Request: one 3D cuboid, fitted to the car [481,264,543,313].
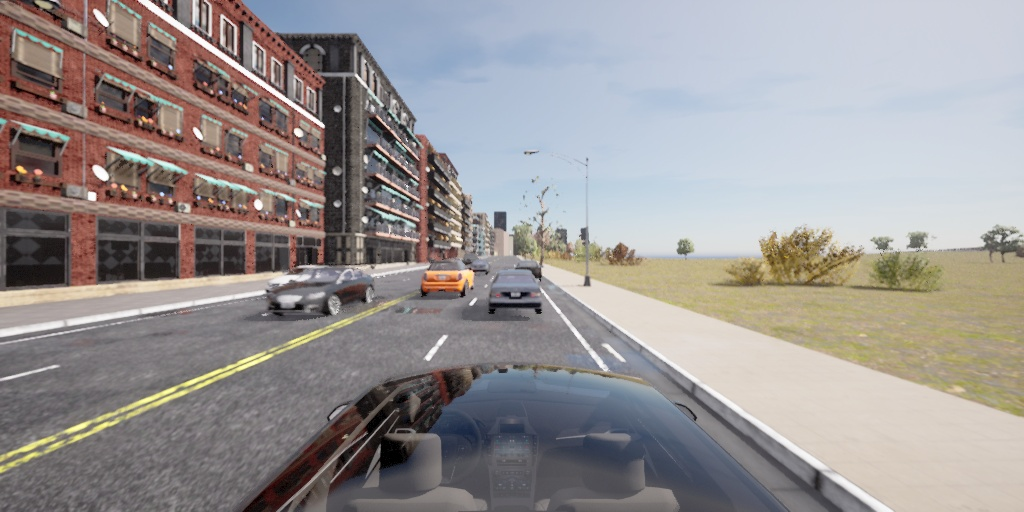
[{"bbox_3d":[0.111,1.219,13.539,2.033,1.411,5.357,0,0,0],"label":"car"}]

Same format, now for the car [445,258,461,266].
[{"bbox_3d":[-9.771,0.956,59.855,1.895,1.301,4.718,0,0,1],"label":"car"}]

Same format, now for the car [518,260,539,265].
[{"bbox_3d":[1.153,1.062,26.468,1.882,1.535,5.008,0,0,0],"label":"car"}]

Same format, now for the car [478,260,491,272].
[{"bbox_3d":[-3.126,1.069,35.651,2.033,1.411,5.357,0,0,0],"label":"car"}]

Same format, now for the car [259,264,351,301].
[{"bbox_3d":[-9.841,1.170,17.551,1.812,1.442,4.674,0,0,0],"label":"car"}]

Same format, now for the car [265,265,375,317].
[{"bbox_3d":[-6.594,1.166,12.985,2.128,1.511,4.902,0,0,0],"label":"car"}]

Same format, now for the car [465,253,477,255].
[{"bbox_3d":[-6.543,0.603,56.387,2.150,2.045,5.566,0,0,0],"label":"car"}]

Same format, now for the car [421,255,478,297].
[{"bbox_3d":[-3.140,0.991,18.302,2.097,1.767,4.553,0,0,0],"label":"car"}]
